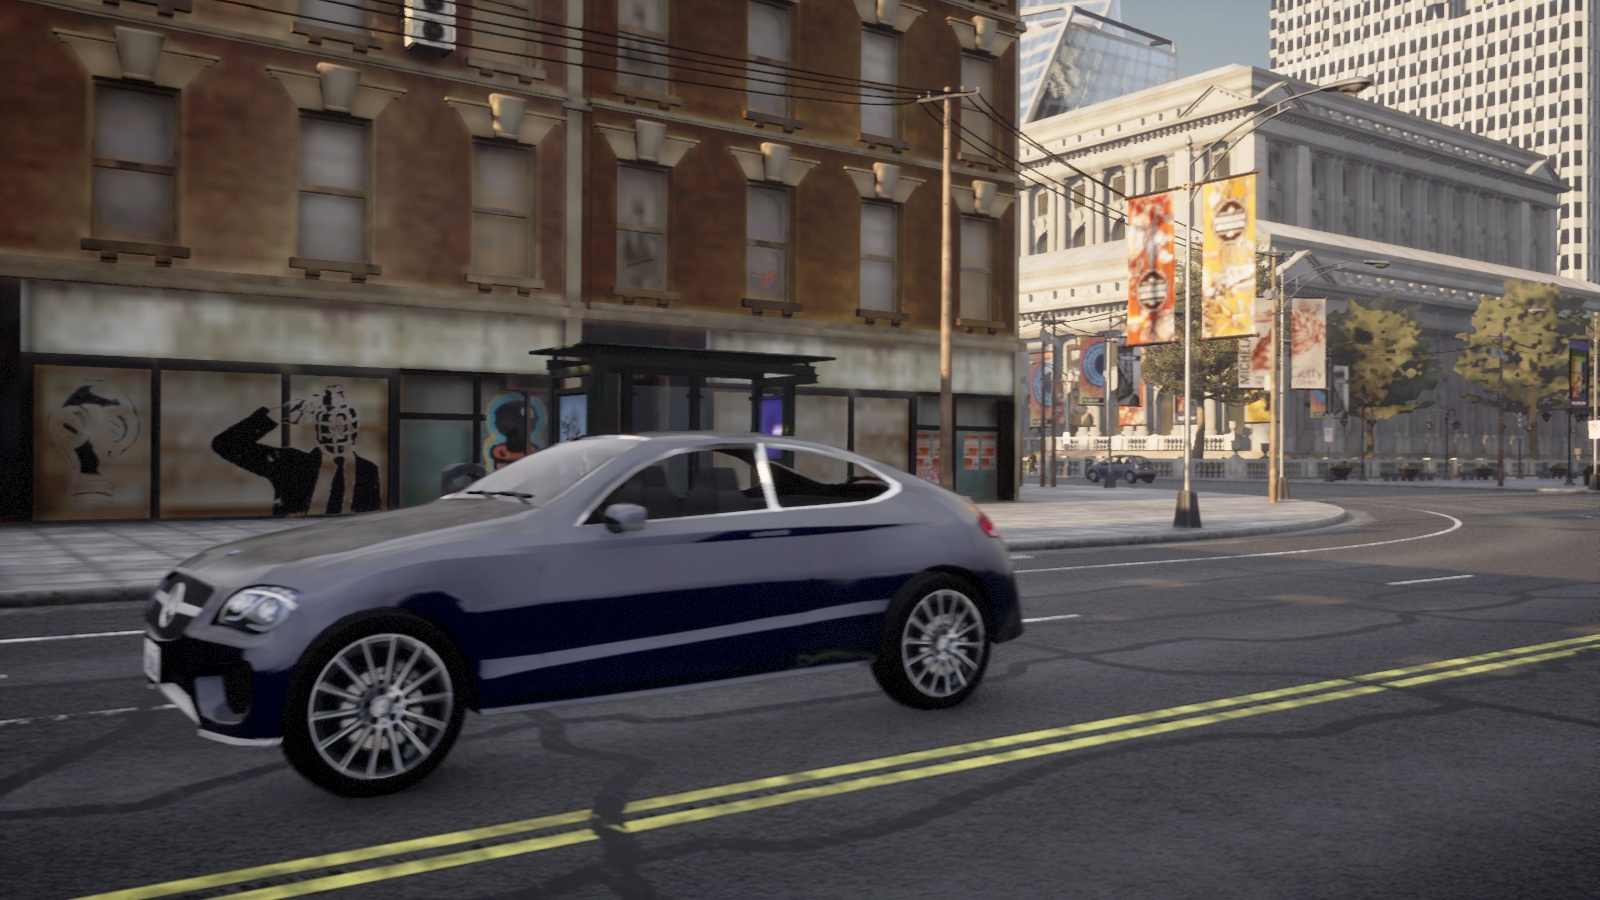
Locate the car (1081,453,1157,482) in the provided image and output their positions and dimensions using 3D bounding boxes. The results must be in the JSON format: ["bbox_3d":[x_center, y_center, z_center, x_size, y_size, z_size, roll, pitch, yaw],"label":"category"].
[{"bbox_3d":[18.323,0.959,72.292,1.851,1.617,3.988,0,0,-36],"label":"car"}]

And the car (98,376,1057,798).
[{"bbox_3d":[-1.052,0.553,7.267,5.027,1.651,2.152,0,0,-36],"label":"car"}]
